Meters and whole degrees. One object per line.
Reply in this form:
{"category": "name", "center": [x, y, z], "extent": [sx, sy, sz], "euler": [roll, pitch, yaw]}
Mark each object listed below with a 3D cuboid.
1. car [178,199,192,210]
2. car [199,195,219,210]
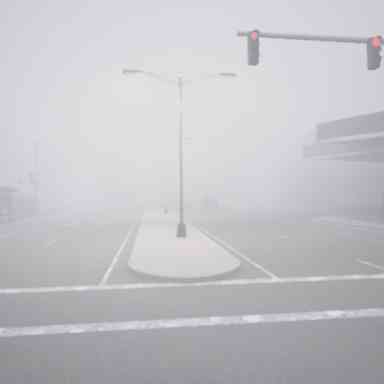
{"category": "car", "center": [-1.110, 1.841, 50.185], "extent": [1.882, 1.535, 5.008], "euler": [-1, 0, -7]}
{"category": "car", "center": [2.494, 1.543, 49.849], "extent": [2.150, 2.045, 5.566], "euler": [0, -1, -8]}
